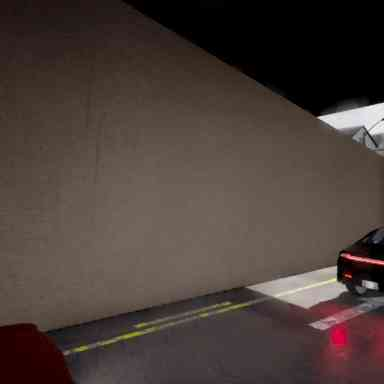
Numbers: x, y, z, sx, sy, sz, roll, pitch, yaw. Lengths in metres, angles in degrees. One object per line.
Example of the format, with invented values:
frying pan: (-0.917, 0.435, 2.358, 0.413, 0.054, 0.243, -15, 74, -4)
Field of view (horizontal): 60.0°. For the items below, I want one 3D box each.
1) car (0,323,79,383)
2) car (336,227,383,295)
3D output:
car: (-2.998, 1.601, 1.687, 4.718, 1.301, 1.895, 0, 0, -35)
car: (5.244, 1.491, 7.512, 4.902, 1.511, 2.128, 0, 0, -35)
